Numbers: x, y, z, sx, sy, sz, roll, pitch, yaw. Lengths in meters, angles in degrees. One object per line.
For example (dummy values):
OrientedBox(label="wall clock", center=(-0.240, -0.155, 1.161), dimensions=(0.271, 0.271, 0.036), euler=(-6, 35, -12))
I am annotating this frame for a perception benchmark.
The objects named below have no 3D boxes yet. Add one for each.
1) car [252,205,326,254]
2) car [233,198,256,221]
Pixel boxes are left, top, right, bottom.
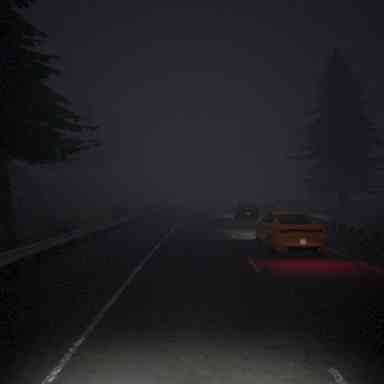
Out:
OrientedBox(label="car", center=(3.857, 1.519, 13.686), dimensions=(1.882, 1.535, 5.008), euler=(0, 0, 3))
OrientedBox(label="car", center=(4.611, 1.562, 28.533), dimensions=(1.882, 1.535, 5.008), euler=(0, 0, 4))
